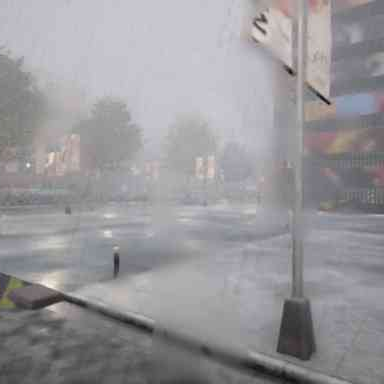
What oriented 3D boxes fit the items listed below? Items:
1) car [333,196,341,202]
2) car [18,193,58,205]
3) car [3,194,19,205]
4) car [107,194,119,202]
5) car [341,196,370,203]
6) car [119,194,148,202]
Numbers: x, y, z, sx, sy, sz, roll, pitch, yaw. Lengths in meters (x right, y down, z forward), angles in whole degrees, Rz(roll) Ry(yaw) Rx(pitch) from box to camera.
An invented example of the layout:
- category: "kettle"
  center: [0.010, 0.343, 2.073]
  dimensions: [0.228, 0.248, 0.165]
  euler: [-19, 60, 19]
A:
- category: "car"
  center: [21.487, 1.352, 47.346]
  dimensions: [2.161, 1.482, 4.786]
  euler: [1, 0, 36]
- category: "car"
  center: [-19.823, 1.069, 43.509]
  dimensions: [1.994, 1.385, 4.181]
  euler: [1, 0, 37]
- category: "car"
  center: [-22.912, 0.951, 45.201]
  dimensions: [2.128, 1.511, 4.902]
  euler: [1, 0, 37]
- category: "car"
  center: [-12.924, 1.050, 58.572]
  dimensions: [1.994, 1.385, 4.181]
  euler: [1, 0, 37]
- category: "car"
  center: [17.552, 1.294, 35.087]
  dimensions: [2.002, 1.452, 4.674]
  euler: [1, 0, 36]
- category: "car"
  center: [-9.628, 1.057, 57.126]
  dimensions: [1.812, 1.442, 4.674]
  euler: [1, 0, 37]
